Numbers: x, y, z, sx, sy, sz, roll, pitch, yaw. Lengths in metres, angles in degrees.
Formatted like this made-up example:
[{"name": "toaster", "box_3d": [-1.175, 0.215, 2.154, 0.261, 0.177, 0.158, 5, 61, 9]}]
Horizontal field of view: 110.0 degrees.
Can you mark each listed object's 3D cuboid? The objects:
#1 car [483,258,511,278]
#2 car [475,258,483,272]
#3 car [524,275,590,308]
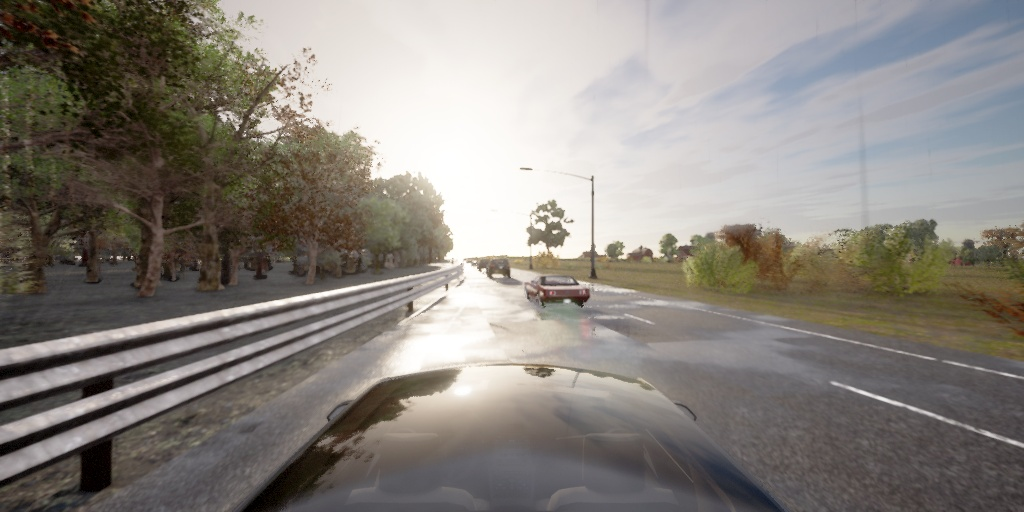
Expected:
[{"name": "car", "box_3d": [-1.484, 1.238, 37.744, 2.150, 2.045, 5.566, 0, 0, -9]}, {"name": "car", "box_3d": [-4.103, 1.339, 54.976, 2.150, 2.045, 5.566, 0, 0, -9]}, {"name": "car", "box_3d": [1.803, 1.473, 16.083, 1.895, 1.301, 4.718, 0, 0, -9]}]
